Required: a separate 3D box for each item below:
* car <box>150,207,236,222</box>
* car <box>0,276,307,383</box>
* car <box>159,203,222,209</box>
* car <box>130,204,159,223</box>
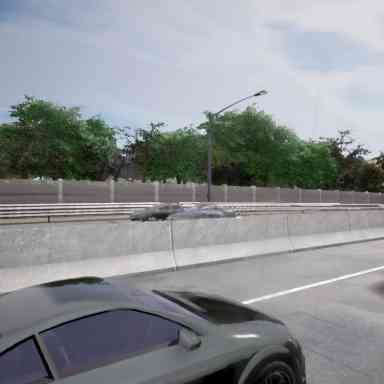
[{"bbox_3d":[0.513,1.650,17.222,4.718,1.301,1.895,1,0,-35],"label":"car"},{"bbox_3d":[-0.842,1.566,3.152,4.181,1.385,1.994,0,0,-35],"label":"car"},{"bbox_3d":[0.703,1.566,21.649,4.902,1.511,2.128,1,0,-35],"label":"car"},{"bbox_3d":[-2.055,1.570,23.983,4.892,1.490,1.837,1,0,-35],"label":"car"}]
